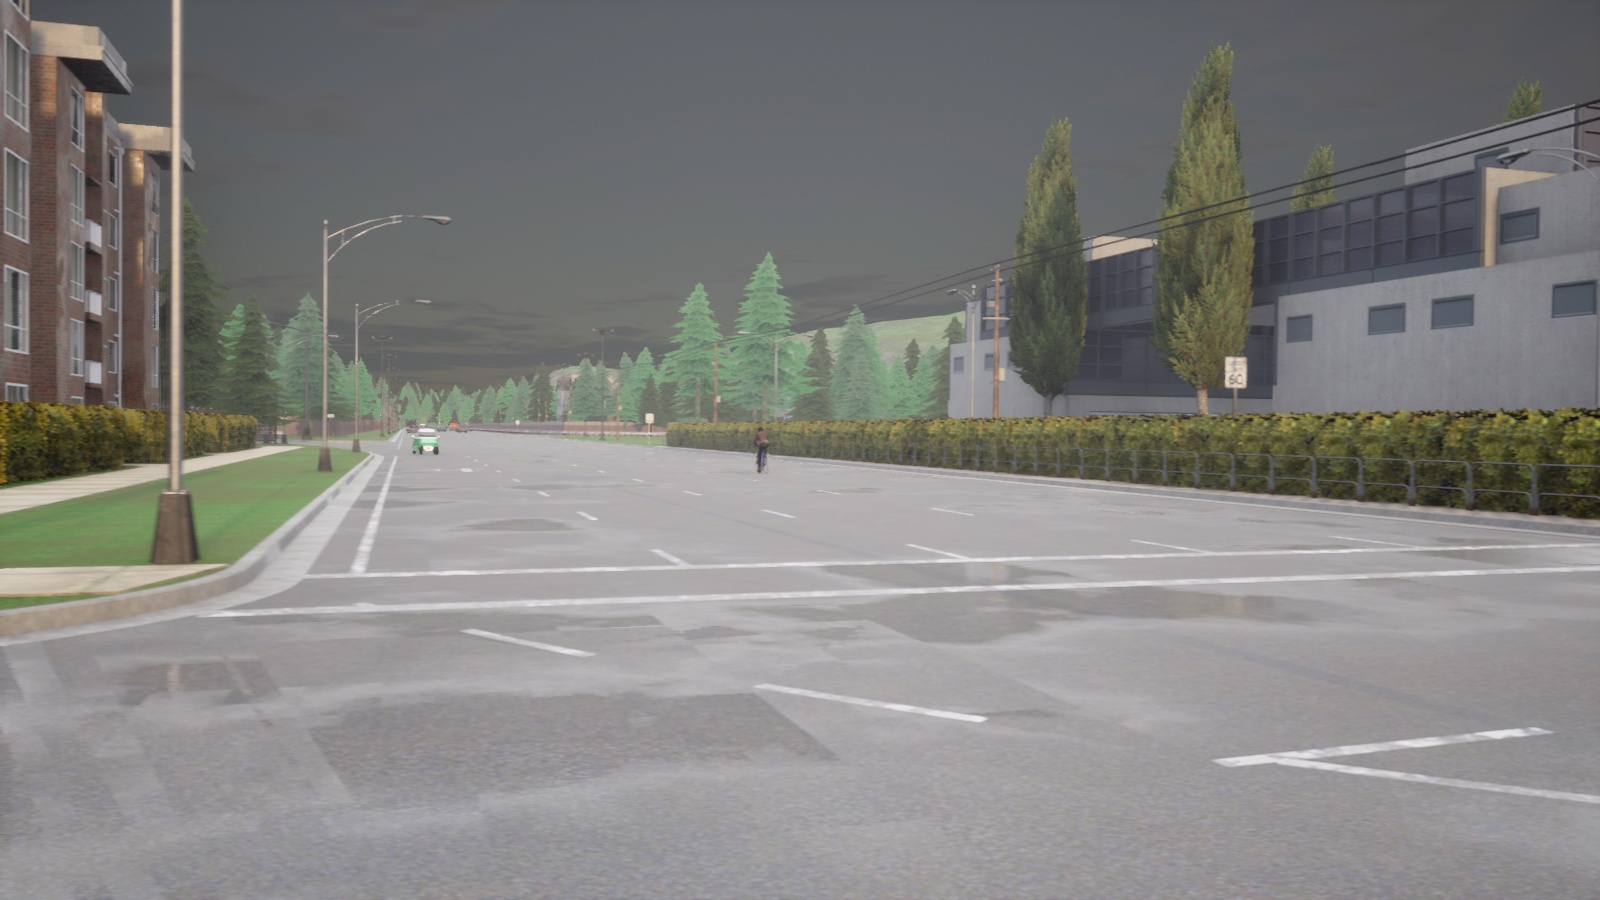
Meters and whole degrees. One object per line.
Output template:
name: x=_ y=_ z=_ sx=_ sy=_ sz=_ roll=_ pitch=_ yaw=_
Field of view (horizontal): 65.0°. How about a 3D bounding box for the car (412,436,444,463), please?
car: x=-20.046 y=-0.025 z=67.583 sx=1.481 sy=1.376 sz=2.207 roll=-1 pitch=1 yaw=-21
